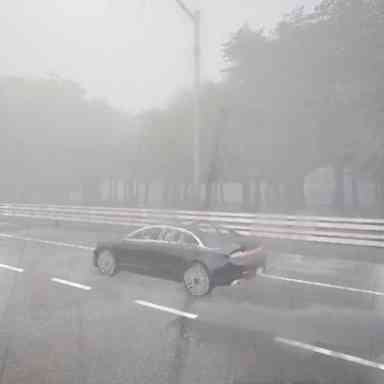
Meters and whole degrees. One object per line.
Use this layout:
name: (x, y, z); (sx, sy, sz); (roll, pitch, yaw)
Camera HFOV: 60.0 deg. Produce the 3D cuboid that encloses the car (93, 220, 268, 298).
car: (-0.525, 1.489, 8.546); (4.902, 1.511, 2.128); (0, 0, 36)
